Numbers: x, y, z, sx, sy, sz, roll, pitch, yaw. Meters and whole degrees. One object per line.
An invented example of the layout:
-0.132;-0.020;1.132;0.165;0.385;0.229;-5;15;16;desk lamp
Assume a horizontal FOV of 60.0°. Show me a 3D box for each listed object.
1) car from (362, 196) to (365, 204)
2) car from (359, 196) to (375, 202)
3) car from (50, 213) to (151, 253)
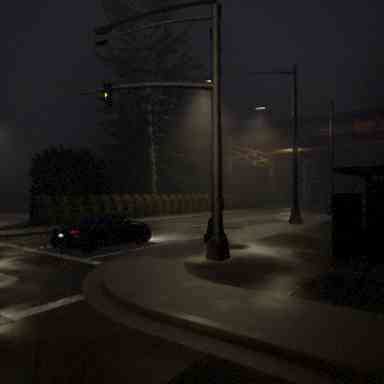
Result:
34.592;1.485;65.670;2.038;1.542;4.974;0;0;16;car
34.604;1.328;65.721;1.853;1.218;4.536;0;0;16;car
-3.662;1.577;13.882;1.994;1.385;4.181;-1;0;36;car
